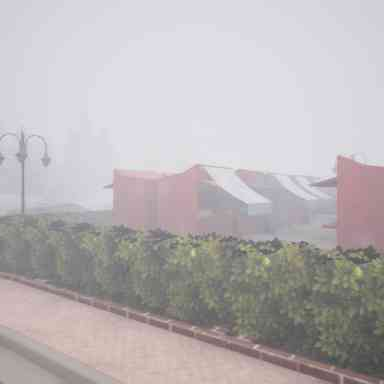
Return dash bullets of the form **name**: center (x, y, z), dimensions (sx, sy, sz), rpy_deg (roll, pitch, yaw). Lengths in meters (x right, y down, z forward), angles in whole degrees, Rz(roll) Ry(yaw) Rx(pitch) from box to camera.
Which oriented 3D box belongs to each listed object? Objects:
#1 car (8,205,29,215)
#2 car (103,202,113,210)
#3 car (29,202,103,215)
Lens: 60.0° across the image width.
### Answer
- **car**: center (-12.935, 1.579, 27.983), dimensions (1.812, 1.442, 4.674), rpy_deg (0, 0, 35)
- **car**: center (-7.538, 1.545, 35.453), dimensions (2.128, 1.511, 4.902), rpy_deg (0, 0, 36)
- **car**: center (-9.744, 1.559, 26.112), dimensions (1.837, 1.490, 4.892), rpy_deg (0, 0, 36)
